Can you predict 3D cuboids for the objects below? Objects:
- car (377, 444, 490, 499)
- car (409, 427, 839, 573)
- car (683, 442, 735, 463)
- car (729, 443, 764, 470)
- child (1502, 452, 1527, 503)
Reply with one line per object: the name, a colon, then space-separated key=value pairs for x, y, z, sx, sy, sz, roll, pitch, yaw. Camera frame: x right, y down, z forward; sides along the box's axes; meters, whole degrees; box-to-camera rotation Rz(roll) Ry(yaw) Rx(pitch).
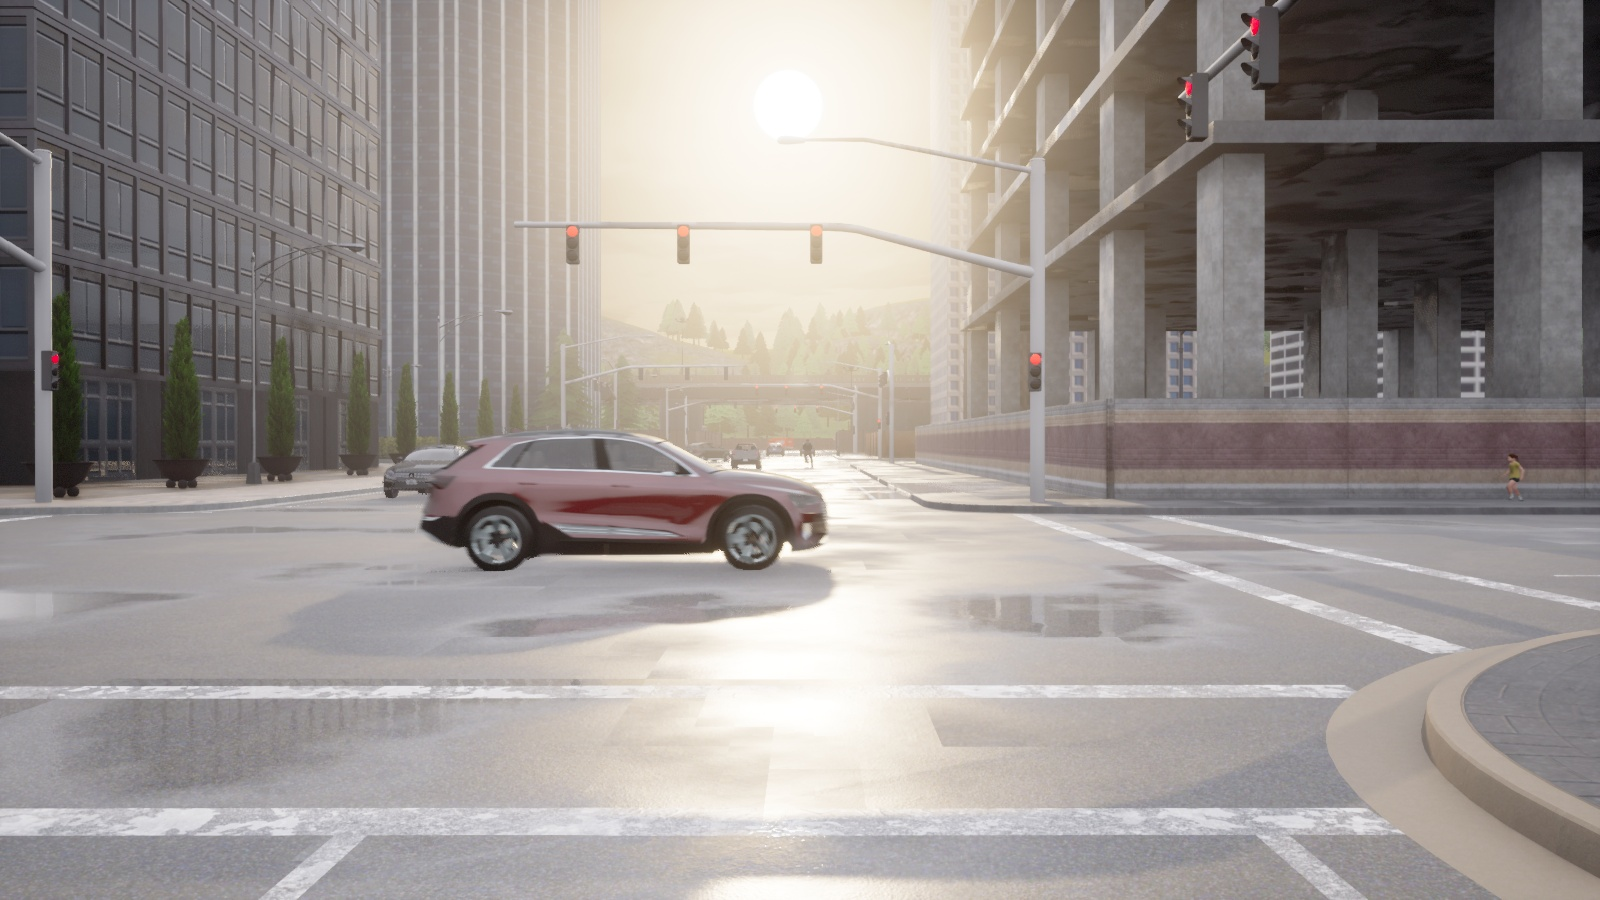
car: x=-10.276 y=0.563 z=35.566 sx=1.812 sy=1.442 sz=4.674 roll=0 pitch=0 yaw=0
car: x=-1.995 y=0.558 z=15.208 sx=4.856 sy=1.649 sz=2.033 roll=0 pitch=0 yaw=-1
car: x=-7.024 y=0.170 z=97.317 sx=3.705 sy=1.549 sz=1.789 roll=0 pitch=1 yaw=-44
car: x=-3.061 y=0.351 z=72.112 sx=1.845 sy=1.501 sz=3.633 roll=0 pitch=0 yaw=0
child: x=15.490 y=0.589 z=27.233 sx=0.394 sy=1.110 sz=0.255 roll=0 pitch=0 yaw=2
